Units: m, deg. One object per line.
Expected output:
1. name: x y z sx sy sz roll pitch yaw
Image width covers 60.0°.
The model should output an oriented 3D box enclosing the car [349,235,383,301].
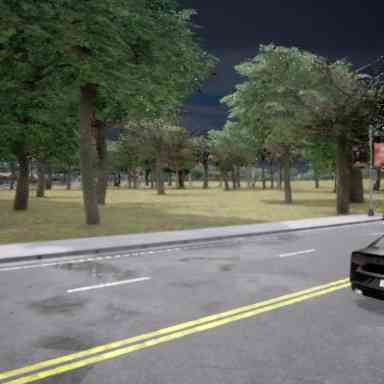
1. car: 5.494 1.490 7.356 5.008 1.535 1.882 0 0 -35

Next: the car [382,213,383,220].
1. car: 14.619 1.525 22.090 4.718 1.301 1.895 -1 0 -35
